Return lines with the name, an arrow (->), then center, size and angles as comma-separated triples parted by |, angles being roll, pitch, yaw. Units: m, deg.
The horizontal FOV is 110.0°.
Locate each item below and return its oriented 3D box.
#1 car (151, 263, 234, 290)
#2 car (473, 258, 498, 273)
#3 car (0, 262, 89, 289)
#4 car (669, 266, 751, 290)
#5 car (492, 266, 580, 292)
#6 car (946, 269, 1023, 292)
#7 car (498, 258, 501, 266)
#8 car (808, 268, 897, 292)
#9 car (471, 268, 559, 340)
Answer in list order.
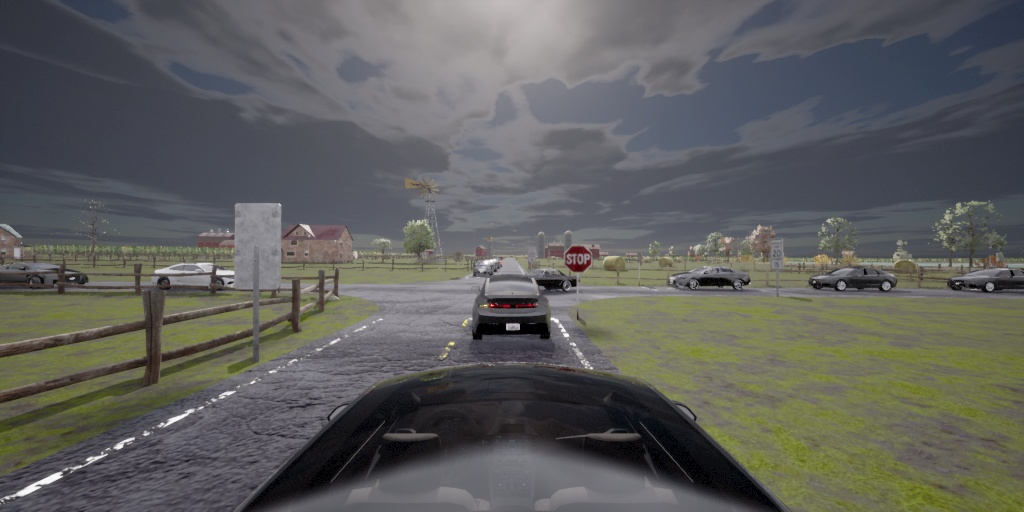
car -> -17.250, 1.104, 19.968 | 4.674, 1.442, 1.812 | 1, -1, -1
car -> -2.873, 1.243, 36.704 | 2.128, 1.511, 4.902 | 0, 0, 0
car -> -26.370, 1.048, 19.843 | 4.181, 1.385, 1.994 | 1, -1, -1
car -> 12.790, 1.397, 23.298 | 4.902, 1.511, 2.128 | 1, -1, -2
car -> 1.493, 1.369, 20.065 | 4.718, 1.301, 1.895 | 1, 0, -35
car -> 31.694, 1.587, 23.597 | 4.892, 1.490, 1.837 | 1, -1, -1
car -> -2.869, 1.241, 46.150 | 2.128, 1.511, 4.902 | 0, 0, 0
car -> 22.192, 1.499, 23.473 | 4.892, 1.490, 1.837 | 1, -1, -1
car -> -0.077, 1.256, 10.018 | 1.837, 1.490, 4.892 | 0, 0, -2
